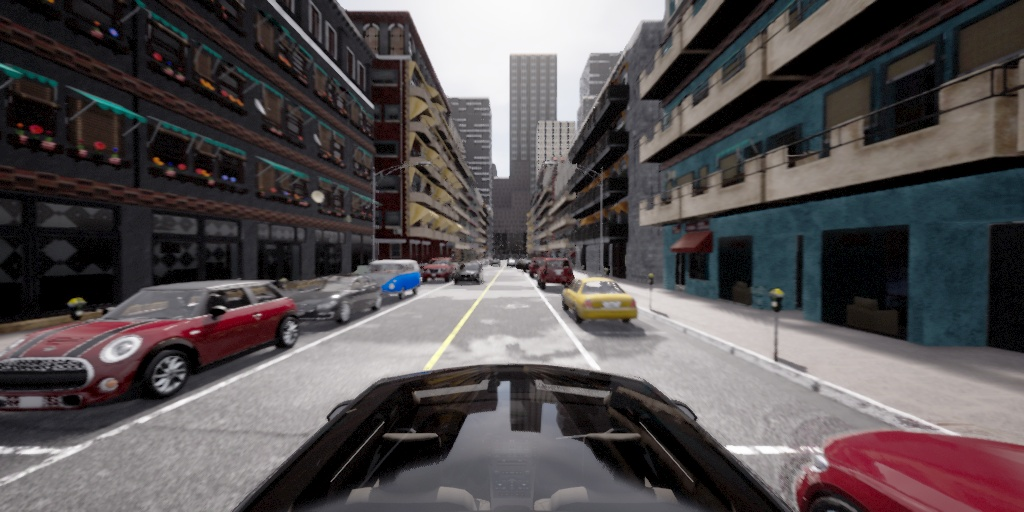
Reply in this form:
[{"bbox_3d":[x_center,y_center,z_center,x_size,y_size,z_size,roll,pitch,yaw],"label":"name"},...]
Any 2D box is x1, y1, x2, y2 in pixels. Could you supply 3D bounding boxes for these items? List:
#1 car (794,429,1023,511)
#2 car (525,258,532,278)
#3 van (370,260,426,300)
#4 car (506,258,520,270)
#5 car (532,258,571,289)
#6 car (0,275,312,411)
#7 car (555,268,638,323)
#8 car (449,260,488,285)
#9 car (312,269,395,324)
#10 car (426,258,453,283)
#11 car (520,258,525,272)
[{"bbox_3d":[2.689,1.332,0.585,1.802,1.307,4.207,0,0,0],"label":"car"},{"bbox_3d":[2.689,1.067,34.197,2.192,1.841,5.009,0,0,0],"label":"car"},{"bbox_3d":[-5.659,1.092,17.420,1.690,1.789,3.998,0,0,0],"label":"van"},{"bbox_3d":[0.003,1.325,63.417,1.994,1.385,4.181,0,0,0],"label":"car"},{"bbox_3d":[2.689,1.066,22.993,2.192,1.841,5.009,0,0,0],"label":"car"},{"bbox_3d":[-5.659,1.191,6.215,1.967,1.591,4.097,0,0,0],"label":"car"},{"bbox_3d":[2.689,1.276,11.959,1.751,1.417,4.829,0,0,0],"label":"car"},{"bbox_3d":[-3.089,1.259,26.398,1.837,1.490,4.892,0,-1,0],"label":"car"},{"bbox_3d":[-5.659,1.302,11.817,2.007,1.370,4.403,0,0,0],"label":"car"},{"bbox_3d":[-5.682,1.067,28.624,2.192,1.841,5.009,0,0,0],"label":"car"},{"bbox_3d":[2.361,1.232,45.033,1.882,1.535,5.008,0,0,0],"label":"car"}]
